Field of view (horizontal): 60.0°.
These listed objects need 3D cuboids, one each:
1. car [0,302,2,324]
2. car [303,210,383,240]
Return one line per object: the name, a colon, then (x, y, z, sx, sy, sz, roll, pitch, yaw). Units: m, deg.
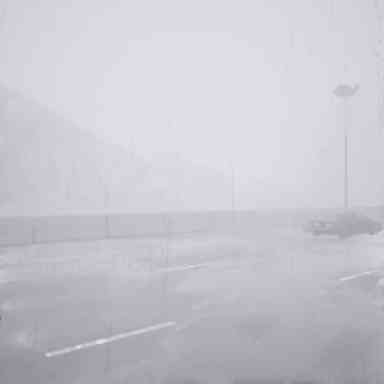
car: (-5.134, 1.333, 4.384, 4.553, 1.767, 2.097, 1, 0, -35)
car: (8.385, 1.727, 18.333, 5.357, 1.411, 2.033, 1, 0, -36)
